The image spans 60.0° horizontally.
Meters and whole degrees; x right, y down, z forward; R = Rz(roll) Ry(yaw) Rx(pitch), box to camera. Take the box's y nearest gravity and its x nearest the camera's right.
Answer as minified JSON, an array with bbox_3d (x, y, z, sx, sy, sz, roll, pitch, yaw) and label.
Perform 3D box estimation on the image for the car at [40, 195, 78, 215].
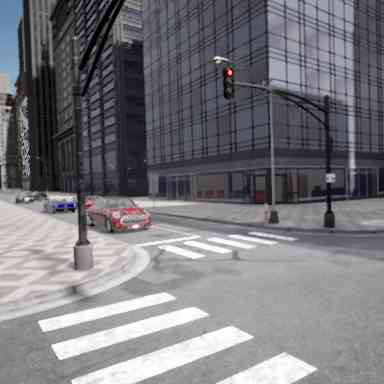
[{"bbox_3d":[-11.457,1.157,28.753,1.895,1.301,4.718,-3,2,-34],"label":"car"}]

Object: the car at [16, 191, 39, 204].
[{"bbox_3d":[-23.388,0.814,46.442,2.128,1.511,4.902,-3,2,-34],"label":"car"}]

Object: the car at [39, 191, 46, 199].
[{"bbox_3d":[-25.199,0.601,54.601,1.837,1.490,4.892,-3,2,-34],"label":"car"}]

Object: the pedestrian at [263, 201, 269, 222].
[{"bbox_3d":[3.878,0.996,17.290,0.500,1.100,0.500,-2,1,-34],"label":"pedestrian"}]

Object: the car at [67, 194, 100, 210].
[{"bbox_3d":[-11.128,0.949,33.949,1.994,1.385,4.181,-3,2,-34],"label":"car"}]

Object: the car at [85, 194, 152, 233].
[{"bbox_3d":[-3.948,1.037,17.695,2.097,1.767,4.553,-3,2,-34],"label":"car"}]
